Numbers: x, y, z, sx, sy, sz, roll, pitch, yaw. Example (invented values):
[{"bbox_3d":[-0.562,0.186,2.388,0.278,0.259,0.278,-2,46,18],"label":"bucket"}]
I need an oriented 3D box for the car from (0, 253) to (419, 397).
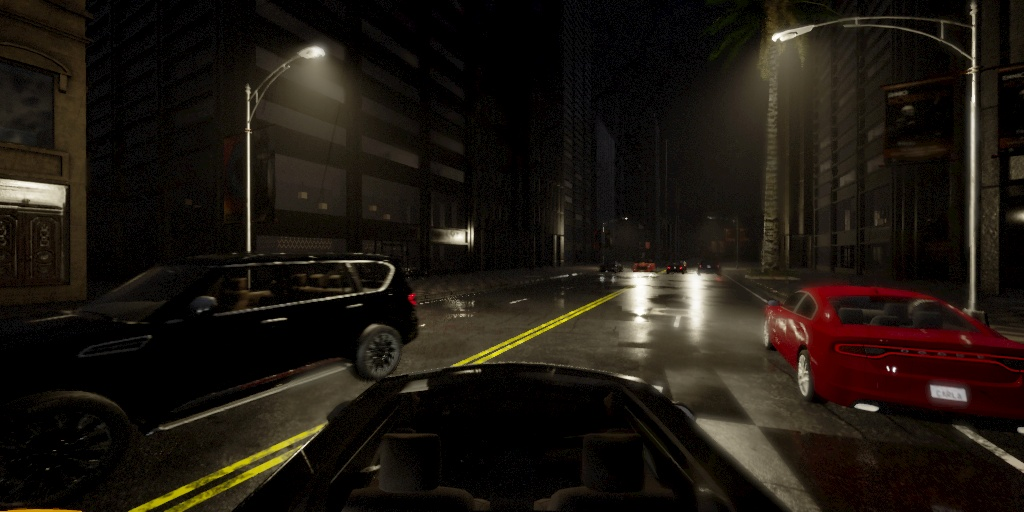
[{"bbox_3d":[-3.695,0.971,4.808,2.150,2.045,5.566,0,0,27],"label":"car"}]

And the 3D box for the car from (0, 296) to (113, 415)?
[{"bbox_3d":[-7.910,1.351,3.716,1.895,1.301,4.718,0,0,27],"label":"car"}]

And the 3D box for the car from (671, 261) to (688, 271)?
[{"bbox_3d":[23.485,1.381,50.212,1.895,1.301,4.718,0,0,27],"label":"car"}]

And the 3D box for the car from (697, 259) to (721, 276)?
[{"bbox_3d":[20.825,1.121,37.932,2.097,1.767,4.553,0,0,27],"label":"car"}]

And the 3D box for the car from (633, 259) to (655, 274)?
[{"bbox_3d":[15.732,1.122,42.659,2.097,1.767,4.553,0,0,27],"label":"car"}]

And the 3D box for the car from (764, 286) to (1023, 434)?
[{"bbox_3d":[5.508,1.228,5.796,1.882,1.535,5.008,0,0,27],"label":"car"}]

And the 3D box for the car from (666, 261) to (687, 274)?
[{"bbox_3d":[18.607,1.317,40.708,2.033,1.411,5.357,0,0,27],"label":"car"}]

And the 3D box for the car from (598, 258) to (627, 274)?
[{"bbox_3d":[11.587,1.315,41.703,2.033,1.411,5.357,0,0,27],"label":"car"}]
